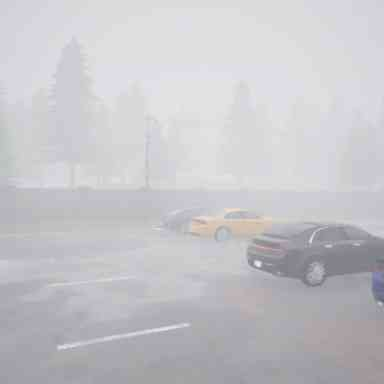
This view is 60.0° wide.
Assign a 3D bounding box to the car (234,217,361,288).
[{"bbox_3d":[3.832,1.561,9.337,4.892,1.490,1.837,0,0,-25],"label":"car"}]

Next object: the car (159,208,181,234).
[{"bbox_3d":[0.375,1.592,19.328,4.674,1.442,1.812,0,0,-25],"label":"car"}]

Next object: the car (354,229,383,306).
[{"bbox_3d":[5.701,1.537,6.349,5.008,1.535,1.882,1,0,-25],"label":"car"}]

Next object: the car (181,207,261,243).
[{"bbox_3d":[2.277,1.547,16.340,5.008,1.535,1.882,0,0,-25],"label":"car"}]
